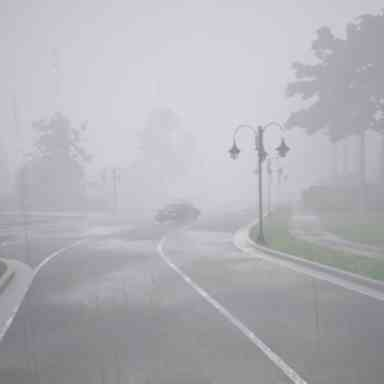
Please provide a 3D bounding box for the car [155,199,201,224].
[{"bbox_3d":[-0.952,1.521,24.903,2.033,1.411,5.357,-1,0,19],"label":"car"}]

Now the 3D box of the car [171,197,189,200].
[{"bbox_3d":[-1.431,1.316,35.216,2.097,1.767,4.553,-1,0,18],"label":"car"}]
